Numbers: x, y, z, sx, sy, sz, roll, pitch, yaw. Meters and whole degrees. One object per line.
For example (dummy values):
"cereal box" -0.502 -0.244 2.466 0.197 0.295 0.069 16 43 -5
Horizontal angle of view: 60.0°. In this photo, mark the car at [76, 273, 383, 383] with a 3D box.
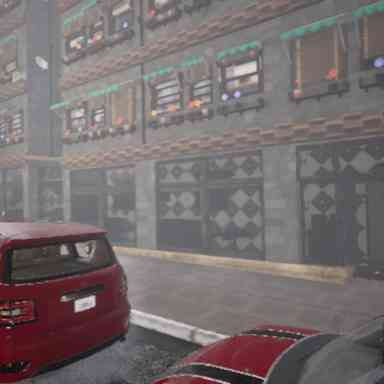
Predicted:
"car" 1.478 1.438 1.839 4.097 1.590 1.967 -1 -1 36

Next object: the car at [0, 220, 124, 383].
"car" -3.149 1.364 5.142 5.009 1.841 2.192 -1 -1 36
